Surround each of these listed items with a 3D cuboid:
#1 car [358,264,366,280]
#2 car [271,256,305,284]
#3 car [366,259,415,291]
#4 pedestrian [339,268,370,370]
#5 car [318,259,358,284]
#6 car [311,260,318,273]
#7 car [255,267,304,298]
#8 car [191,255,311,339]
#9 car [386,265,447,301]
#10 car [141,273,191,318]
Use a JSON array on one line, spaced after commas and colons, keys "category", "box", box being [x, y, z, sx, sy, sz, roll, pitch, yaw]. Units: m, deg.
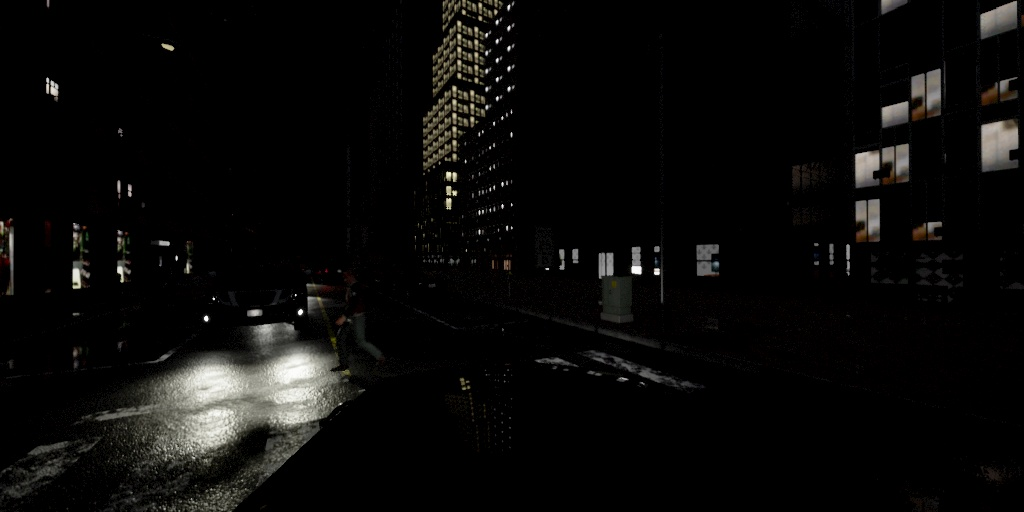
[{"category": "car", "box": [-12.821, 1.337, 31.635, 1.948, 1.339, 4.313, 0, 0, -30]}, {"category": "car", "box": [-17.739, 0.993, 28.589, 2.150, 2.045, 5.566, 0, 0, -30]}, {"category": "car", "box": [-7.269, 1.075, 22.086, 2.192, 1.841, 5.009, 0, 0, -30]}, {"category": "pedestrian", "box": [-2.759, 1.045, 6.268, 0.375, 1.860, 0.375, 0, 0, -30]}, {"category": "car", "box": [-13.583, 1.120, 27.790, 2.097, 1.767, 4.553, 0, 0, -30]}, {"category": "car", "box": [-26.508, 1.297, 50.026, 1.837, 1.490, 4.892, 0, -2, -30]}, {"category": "car", "box": [-12.364, 1.325, 19.327, 1.994, 1.385, 4.181, 0, 0, -30]}, {"category": "car", "box": [-7.360, 0.977, 10.715, 2.150, 2.045, 5.566, 0, 0, -30]}, {"category": "car", "box": [-4.494, 1.322, 17.311, 1.948, 1.339, 4.313, 0, 0, -30]}, {"category": "car", "box": [-11.739, 1.303, 13.101, 1.888, 1.381, 4.507, 0, 0, -30]}]
